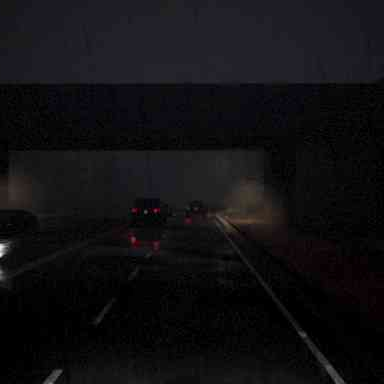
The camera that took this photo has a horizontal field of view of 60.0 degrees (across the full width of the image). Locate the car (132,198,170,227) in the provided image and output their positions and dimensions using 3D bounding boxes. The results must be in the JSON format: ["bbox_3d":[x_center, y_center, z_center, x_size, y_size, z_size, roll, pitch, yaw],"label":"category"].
[{"bbox_3d":[-3.150,1.485,25.524,2.150,2.045,5.566,0,-1,1],"label":"car"}]

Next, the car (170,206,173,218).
[{"bbox_3d":[-3.056,1.925,34.867,1.994,1.385,4.181,0,-1,-1],"label":"car"}]

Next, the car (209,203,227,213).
[{"bbox_3d":[2.913,2.061,44.076,1.895,1.301,4.718,0,-1,31],"label":"car"}]

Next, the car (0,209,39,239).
[{"bbox_3d":[-10.343,1.713,18.674,1.812,1.442,4.674,0,-1,1],"label":"car"}]

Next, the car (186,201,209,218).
[{"bbox_3d":[0.478,1.716,34.887,2.097,1.767,4.553,0,-1,2],"label":"car"}]
